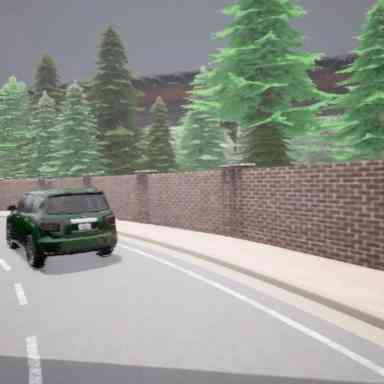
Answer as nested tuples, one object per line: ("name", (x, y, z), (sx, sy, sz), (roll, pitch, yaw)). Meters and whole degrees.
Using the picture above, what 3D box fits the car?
("car", (-4.303, 0.904, 10.508), (2.150, 2.045, 5.566), (-3, 3, -37))
